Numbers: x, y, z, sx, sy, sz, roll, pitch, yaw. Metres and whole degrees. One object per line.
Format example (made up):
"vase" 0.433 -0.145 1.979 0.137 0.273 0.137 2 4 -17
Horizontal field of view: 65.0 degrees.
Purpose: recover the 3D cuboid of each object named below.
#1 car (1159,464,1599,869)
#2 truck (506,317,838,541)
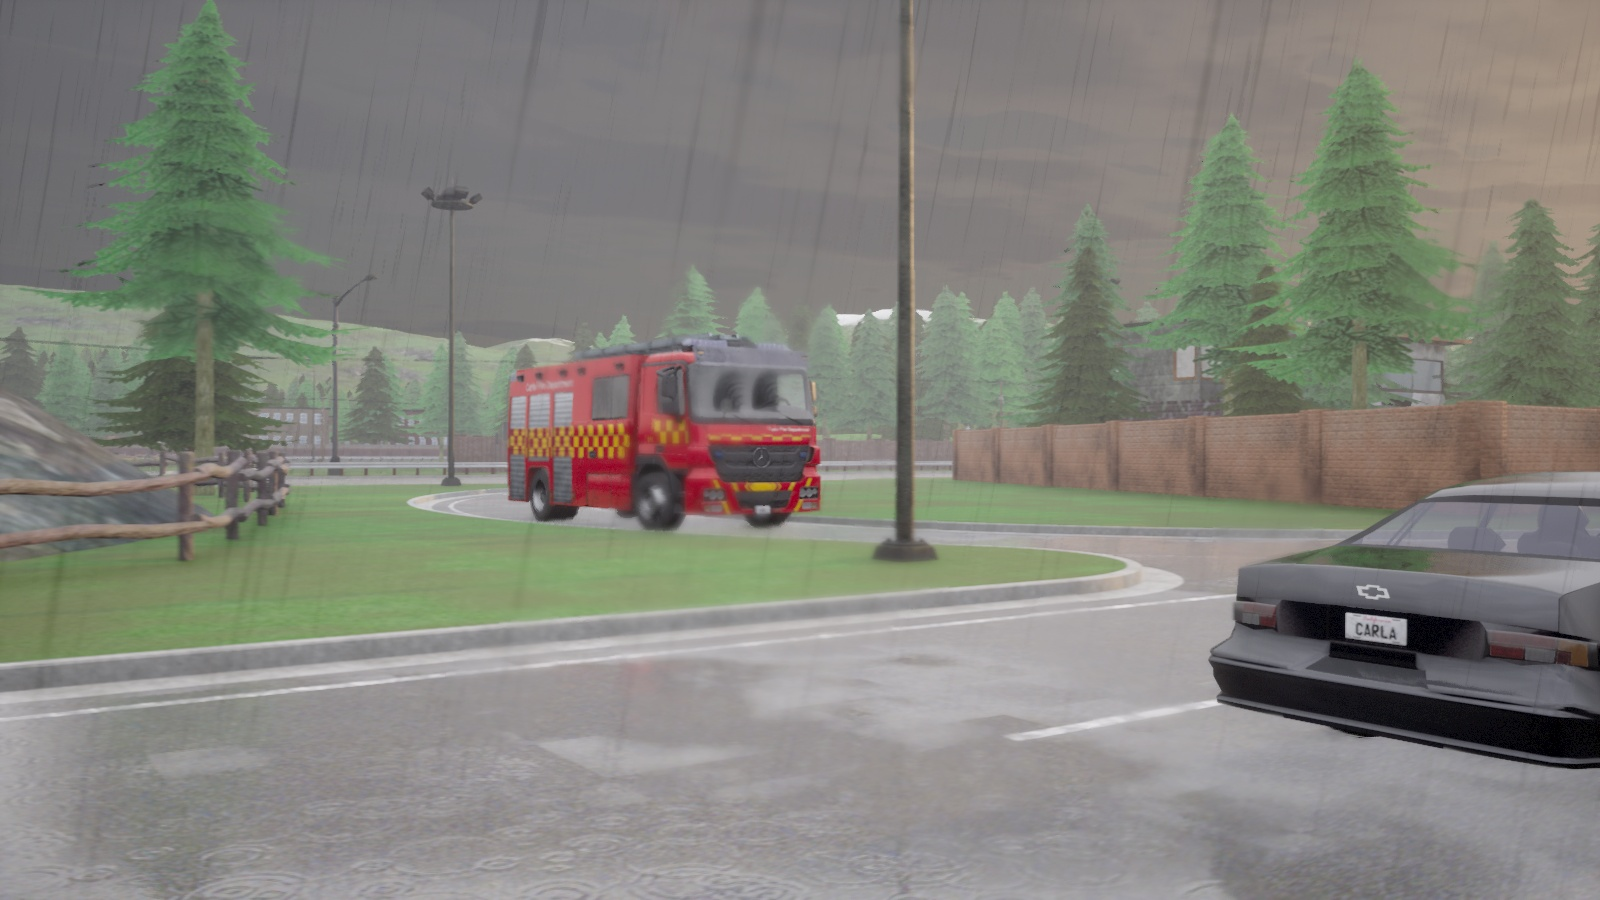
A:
"car" 4.527 0.799 6.810 5.357 1.411 2.033 0 0 -35
"truck" -2.958 -0.351 25.738 2.891 3.827 8.468 0 0 -36
